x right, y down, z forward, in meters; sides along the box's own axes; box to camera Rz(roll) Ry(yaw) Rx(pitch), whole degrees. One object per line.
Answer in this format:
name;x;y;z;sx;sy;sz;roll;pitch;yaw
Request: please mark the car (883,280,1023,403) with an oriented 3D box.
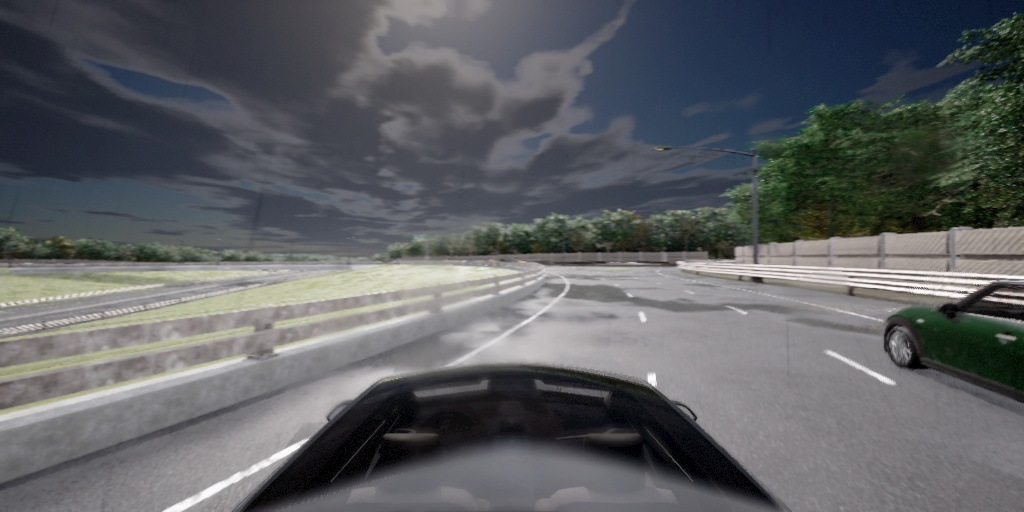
car;7.309;1.075;4.654;2.097;1.767;4.553;-1;0;20
